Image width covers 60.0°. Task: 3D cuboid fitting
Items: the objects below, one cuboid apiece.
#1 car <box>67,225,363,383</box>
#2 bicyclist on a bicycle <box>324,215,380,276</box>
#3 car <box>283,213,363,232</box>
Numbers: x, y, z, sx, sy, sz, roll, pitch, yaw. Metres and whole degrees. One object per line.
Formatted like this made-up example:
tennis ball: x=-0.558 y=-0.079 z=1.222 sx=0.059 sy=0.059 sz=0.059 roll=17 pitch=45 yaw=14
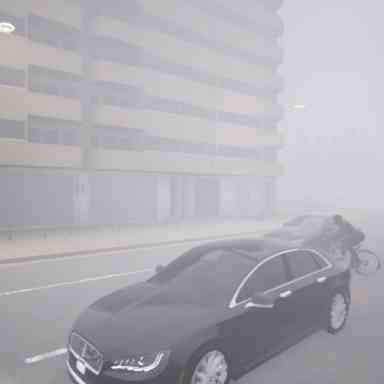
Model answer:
car: x=0.677 y=1.528 z=5.008 sx=4.892 sy=1.490 sz=1.837 roll=0 pitch=1 yaw=-42
bicyclist on a bicycle: x=4.165 y=1.454 z=9.051 sx=1.656 sy=1.620 sz=0.582 roll=-2 pitch=-6 yaw=19
car: x=4.443 y=1.522 z=11.976 sx=4.674 sy=1.442 sz=1.812 roll=0 pitch=0 yaw=-38
